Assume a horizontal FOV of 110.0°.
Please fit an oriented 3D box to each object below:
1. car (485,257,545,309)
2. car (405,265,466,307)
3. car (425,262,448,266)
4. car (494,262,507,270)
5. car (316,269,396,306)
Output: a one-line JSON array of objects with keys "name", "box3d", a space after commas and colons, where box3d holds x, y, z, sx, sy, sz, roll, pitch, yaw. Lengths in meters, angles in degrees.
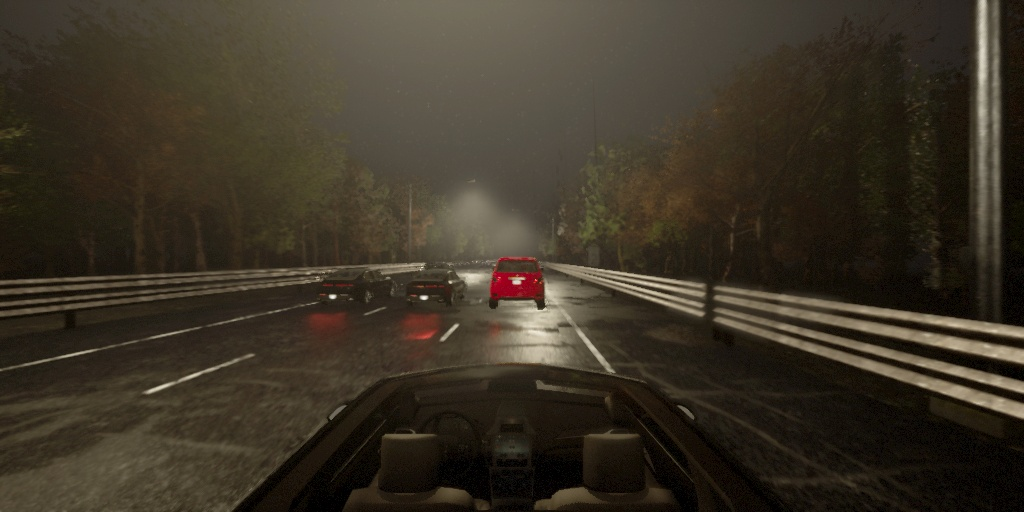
[{"name": "car", "box3d": [0.256, 1.081, 15.893, 2.150, 2.045, 5.566, 0, 0, 2]}, {"name": "car", "box3d": [-3.248, 1.337, 15.943, 1.837, 1.490, 4.892, 0, 0, 2]}, {"name": "car", "box3d": [-6.342, 1.263, 31.012, 2.097, 1.767, 4.553, 0, 0, 2]}, {"name": "car", "box3d": [-1.986, 1.704, 62.989, 2.033, 1.411, 5.357, 0, 0, 2]}, {"name": "car", "box3d": [-6.743, 1.308, 16.037, 1.837, 1.490, 4.892, 0, 0, 2]}]
